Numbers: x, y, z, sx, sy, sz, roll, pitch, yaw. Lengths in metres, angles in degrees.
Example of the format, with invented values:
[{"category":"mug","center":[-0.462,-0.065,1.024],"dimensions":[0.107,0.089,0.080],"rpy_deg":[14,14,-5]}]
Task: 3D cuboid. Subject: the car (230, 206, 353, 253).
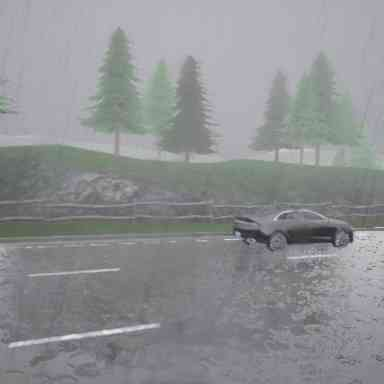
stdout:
[{"category":"car","center":[3.847,1.298,12.548],"dimensions":[4.902,1.511,2.128],"rpy_deg":[1,2,-22]}]
